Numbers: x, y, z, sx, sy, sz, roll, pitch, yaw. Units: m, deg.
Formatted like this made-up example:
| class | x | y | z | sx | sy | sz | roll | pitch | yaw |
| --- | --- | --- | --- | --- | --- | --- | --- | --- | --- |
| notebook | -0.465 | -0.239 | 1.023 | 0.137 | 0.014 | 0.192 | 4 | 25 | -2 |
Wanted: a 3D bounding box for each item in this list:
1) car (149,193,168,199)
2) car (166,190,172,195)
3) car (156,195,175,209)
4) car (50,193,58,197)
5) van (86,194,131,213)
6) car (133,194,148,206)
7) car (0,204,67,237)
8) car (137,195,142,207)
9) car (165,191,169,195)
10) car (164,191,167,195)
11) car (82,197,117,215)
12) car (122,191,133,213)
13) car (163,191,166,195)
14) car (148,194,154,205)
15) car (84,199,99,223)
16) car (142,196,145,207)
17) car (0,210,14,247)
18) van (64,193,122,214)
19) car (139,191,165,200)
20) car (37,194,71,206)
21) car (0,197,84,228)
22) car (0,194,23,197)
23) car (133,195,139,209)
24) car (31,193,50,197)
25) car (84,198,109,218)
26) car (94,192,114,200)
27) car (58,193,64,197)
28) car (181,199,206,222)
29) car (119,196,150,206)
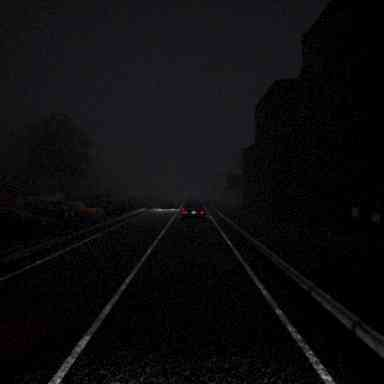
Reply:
| class | x | y | z | sx | sy | sz | roll | pitch | yaw |
| --- | --- | --- | --- | --- | --- | --- | --- | --- | --- |
| car | -9.188 | 1.093 | 90.916 | 5.008 | 1.535 | 2.097 | 0 | 0 | 0 |
| car | -9.133 | 0.830 | 93.741 | 5.566 | 2.045 | 2.435 | 0 | 0 | 0 |
| car | -3.281 | 1.429 | 43.851 | 1.812 | 1.442 | 4.674 | 0 | 0 | 0 |
| car | -22.358 | 1.298 | 47.970 | 4.553 | 1.767 | 2.185 | 0 | 0 | 0 |
| van | -9.187 | 1.227 | 36.770 | 4.442 | 1.987 | 1.878 | 0 | 0 | 0 |
| car | -9.276 | 1.454 | 48.029 | 4.792 | 1.488 | 2.163 | 0 | 0 | 0 |
| car | -9.404 | 1.537 | 17.413 | 4.674 | 1.452 | 2.002 | 0 | 0 | 0 |
| car | -9.246 | 1.468 | 42.462 | 4.792 | 1.488 | 2.163 | 0 | 0 | 0 |
| car | -9.412 | 1.116 | 85.267 | 5.366 | 1.575 | 1.946 | 0 | 0 | 0 |
| car | -9.251 | 1.171 | 82.440 | 4.674 | 1.452 | 2.002 | 0 | 0 | 0 |
| car | -9.339 | 1.475 | 28.546 | 4.892 | 1.521 | 2.231 | 0 | 0 | 0 |
| car | -9.289 | 1.209 | 34.112 | 5.566 | 2.045 | 2.435 | 0 | 0 | 0 |
| car | -9.273 | 1.184 | 79.615 | 4.674 | 1.452 | 2.002 | 0 | 0 | 0 |
| car | -9.047 | 1.415 | 50.811 | 5.366 | 1.575 | 1.946 | 0 | 0 | 0 |
| car | -9.380 | 1.487 | 22.980 | 4.892 | 1.521 | 2.231 | 0 | 0 | 0 |
| car | -9.263 | 1.472 | 45.245 | 4.674 | 1.452 | 2.002 | 0 | 0 | 0 |
| car | -9.401 | 1.535 | 11.846 | 4.792 | 1.488 | 2.163 | 0 | 0 | 0 |
| van | -9.215 | 1.241 | 31.328 | 4.442 | 1.987 | 1.878 | 0 | 0 | 0 |
| car | -9.321 | 1.186 | 76.788 | 4.792 | 1.488 | 2.163 | 0 | 0 | 0 |
| car | -22.267 | 1.283 | 53.666 | 4.553 | 1.767 | 2.185 | 0 | 0 | 0 |
| car | -9.356 | 1.366 | 20.195 | 4.553 | 1.767 | 2.185 | 0 | 0 | 0 |
| car | -22.412 | 1.200 | 36.831 | 5.566 | 2.045 | 2.435 | 0 | 0 | 0 |
| car | -9.283 | 1.447 | 39.679 | 4.892 | 1.521 | 2.231 | 0 | 0 | 0 |
| car | -22.372 | 1.305 | 45.186 | 4.553 | 1.767 | 2.185 | 0 | 0 | 0 |
| car | -9.545 | 1.477 | 25.764 | 5.366 | 1.575 | 1.946 | 0 | 0 | 0 |
| car | -21.796 | 1.004 | 82.501 | 4.553 | 1.767 | 2.185 | 0 | 0 | 0 |
| car | -22.341 | 1.165 | 50.880 | 5.566 | 2.045 | 2.435 | 0 | 0 | 0 |
| car | 0.129 | 1.505 | 26.254 | 2.033 | 1.411 | 5.357 | 0 | 0 | 0 |
| car | -9.235 | 1.451 | 53.453 | 4.674 | 1.452 | 2.002 | -1 | 0 | 1 |
